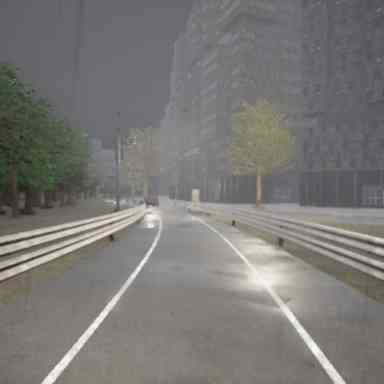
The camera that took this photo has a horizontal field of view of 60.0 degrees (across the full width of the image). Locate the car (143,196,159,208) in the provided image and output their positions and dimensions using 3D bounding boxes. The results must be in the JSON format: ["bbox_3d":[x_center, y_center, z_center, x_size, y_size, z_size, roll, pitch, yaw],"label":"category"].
[{"bbox_3d":[-7.352,1.716,59.357,2.150,2.045,5.566,1,-1,-19],"label":"car"}]
